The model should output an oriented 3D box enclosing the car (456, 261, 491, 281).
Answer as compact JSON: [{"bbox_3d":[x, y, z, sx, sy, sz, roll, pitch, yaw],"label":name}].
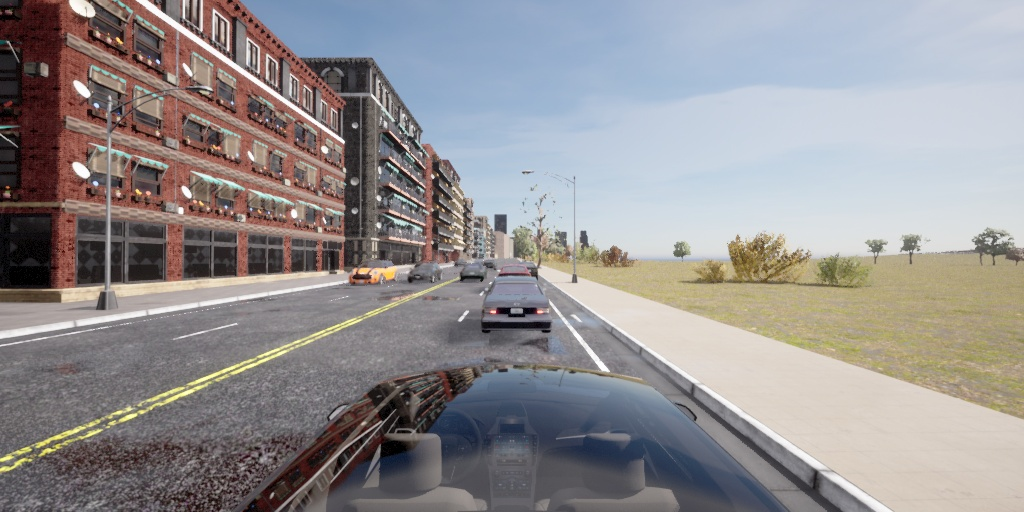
[{"bbox_3d":[-3.111,1.317,29.791,1.994,1.385,4.181,0,0,0],"label":"car"}]

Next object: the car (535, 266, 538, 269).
[{"bbox_3d":[1.179,1.232,30.669,1.882,1.535,5.008,0,0,0],"label":"car"}]

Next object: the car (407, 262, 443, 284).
[{"bbox_3d":[-6.564,1.258,27.435,1.837,1.490,4.892,0,0,0],"label":"car"}]

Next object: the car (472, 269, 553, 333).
[{"bbox_3d":[0.113,1.299,10.690,2.033,1.411,5.357,0,0,0],"label":"car"}]

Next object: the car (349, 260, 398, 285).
[{"bbox_3d":[-9.817,1.105,25.662,2.097,1.767,4.553,0,0,0],"label":"car"}]

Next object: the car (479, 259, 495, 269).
[{"bbox_3d":[-3.084,1.258,50.377,1.837,1.490,4.892,0,0,0],"label":"car"}]

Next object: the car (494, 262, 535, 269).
[{"bbox_3d":[0.131,1.231,21.230,1.882,1.535,5.008,0,0,0],"label":"car"}]
